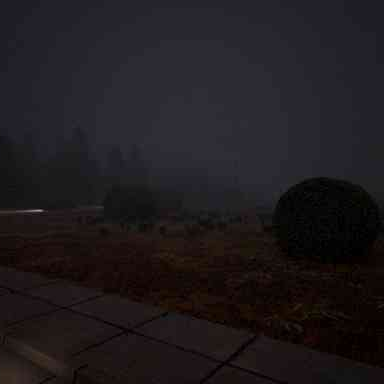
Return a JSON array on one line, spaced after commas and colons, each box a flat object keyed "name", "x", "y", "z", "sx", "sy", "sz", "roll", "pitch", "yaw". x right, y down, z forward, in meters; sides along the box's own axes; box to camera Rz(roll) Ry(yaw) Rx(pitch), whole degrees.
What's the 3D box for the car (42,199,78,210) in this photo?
[{"name": "car", "x": -16.759, "y": 1.555, "z": 42.339, "sx": 1.994, "sy": 1.385, "sz": 4.181, "roll": 0, "pitch": 0, "yaw": 37}]
